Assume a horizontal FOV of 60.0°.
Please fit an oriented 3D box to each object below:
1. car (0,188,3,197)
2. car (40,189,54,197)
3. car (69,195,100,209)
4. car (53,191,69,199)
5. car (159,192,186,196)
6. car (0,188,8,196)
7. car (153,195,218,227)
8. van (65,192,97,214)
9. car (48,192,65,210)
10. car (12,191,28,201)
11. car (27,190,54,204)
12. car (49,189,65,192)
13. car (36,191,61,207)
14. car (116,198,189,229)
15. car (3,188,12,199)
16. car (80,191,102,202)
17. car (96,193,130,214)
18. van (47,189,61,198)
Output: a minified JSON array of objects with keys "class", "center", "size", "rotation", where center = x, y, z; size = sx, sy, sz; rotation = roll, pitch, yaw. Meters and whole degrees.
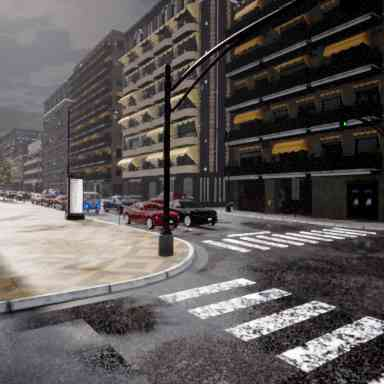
[{"class":"car","center":[-39.091,0.301,69.339],"size":[2.008,1.369,4.403],"rotation":[2,0,-36]},{"class":"car","center":[-32.324,0.272,74.286],"size":[1.967,1.590,4.097],"rotation":[2,0,-36]},{"class":"car","center":[-11.826,1.039,36.369],"size":[1.895,1.301,4.718],"rotation":[1,0,-36]},{"class":"car","center":[-25.757,0.530,65.286],"size":[1.752,1.417,4.829],"rotation":[2,0,-36]},{"class":"car","center":[-2.307,0.937,33.164],"size":[2.192,1.841,5.009],"rotation":[2,0,-36]},{"class":"car","center":[-42.419,-0.022,73.909],"size":[2.192,1.841,5.009],"rotation":[2,0,-36]},{"class":"car","center":[-0.419,1.217,20.723],"size":[1.882,1.535,5.008],"rotation":[1,0,-35]},{"class":"van","center":[-9.071,0.881,28.218],"size":[1.690,1.788,3.998],"rotation":[2,0,-36]},{"class":"car","center":[-12.412,0.997,32.787],"size":[1.887,1.381,4.507],"rotation":[2,0,-36]},{"class":"car","center":[-25.748,0.542,51.063],"size":[1.967,1.590,4.097],"rotation":[2,0,-36]},{"class":"car","center":[-18.981,0.805,41.788],"size":[1.752,1.417,4.829],"rotation":[2,0,-36]},{"class":"car","center":[-17.683,0.635,44.462],"size":[2.097,1.767,4.553],"rotation":[1,0,-36]},{"class":"car","center":[-15.747,0.909,37.356],"size":[1.887,1.381,4.507],"rotation":[2,0,-36]},{"class":"car","center":[-2.408,1.261,19.080],"size":[1.887,1.381,4.507],"rotation":[2,0,-36]},{"class":"car","center":[-32.421,0.471,60.202],"size":[1.887,1.381,4.507],"rotation":[2,0,-36]},{"class":"car","center":[-15.650,0.711,51.441],"size":[1.967,1.590,4.097],"rotation":[2,0,-36]},{"class":"car","center":[-6.004,1.083,28.382],"size":[2.128,1.511,4.902],"rotation":[1,0,-36]},{"class":"van","center":[-28.986,0.261,69.717],"size":[1.690,1.788,3.998],"rotation":[2,0,-36]}]
